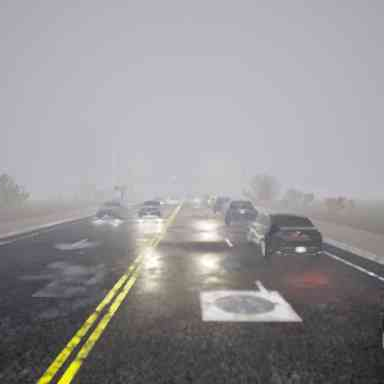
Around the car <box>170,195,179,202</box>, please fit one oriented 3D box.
[{"bbox_3d":[-3.631,1.258,70.632,2.033,1.411,5.357,0,0,0],"label":"car"}]

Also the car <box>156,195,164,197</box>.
[{"bbox_3d":[-6.881,1.314,70.578,1.895,1.301,4.718,0,0,0],"label":"car"}]

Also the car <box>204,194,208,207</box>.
[{"bbox_3d":[3.057,1.292,45.555,1.801,1.575,5.366,0,0,0],"label":"car"}]

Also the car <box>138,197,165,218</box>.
[{"bbox_3d":[-3.425,1.430,28.637,1.812,1.442,4.674,0,0,0],"label":"car"}]

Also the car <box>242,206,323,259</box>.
[{"bbox_3d":[3.237,1.464,12.340,1.837,1.490,4.892,0,0,0],"label":"car"}]

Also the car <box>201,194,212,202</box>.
[{"bbox_3d":[2.893,1.243,67.365,1.837,1.490,4.892,0,0,0],"label":"car"}]

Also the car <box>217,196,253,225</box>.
[{"bbox_3d":[3.200,1.275,23.320,2.097,1.767,4.553,0,0,0],"label":"car"}]

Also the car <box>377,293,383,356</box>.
[{"bbox_3d":[3.345,1.470,2.348,1.882,1.535,5.008,0,0,0],"label":"car"}]

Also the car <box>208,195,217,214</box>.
[{"bbox_3d":[3.139,1.233,34.331,2.097,1.767,4.553,0,0,0],"label":"car"}]

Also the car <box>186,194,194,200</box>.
[{"bbox_3d":[-0.418,1.113,76.372,2.033,1.411,5.357,0,0,0],"label":"car"}]

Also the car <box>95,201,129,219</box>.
[{"bbox_3d":[-6.676,1.453,28.497,2.033,1.411,5.357,0,0,0],"label":"car"}]

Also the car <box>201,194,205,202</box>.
[{"bbox_3d":[2.976,1.337,56.366,2.033,1.411,5.357,0,0,0],"label":"car"}]
